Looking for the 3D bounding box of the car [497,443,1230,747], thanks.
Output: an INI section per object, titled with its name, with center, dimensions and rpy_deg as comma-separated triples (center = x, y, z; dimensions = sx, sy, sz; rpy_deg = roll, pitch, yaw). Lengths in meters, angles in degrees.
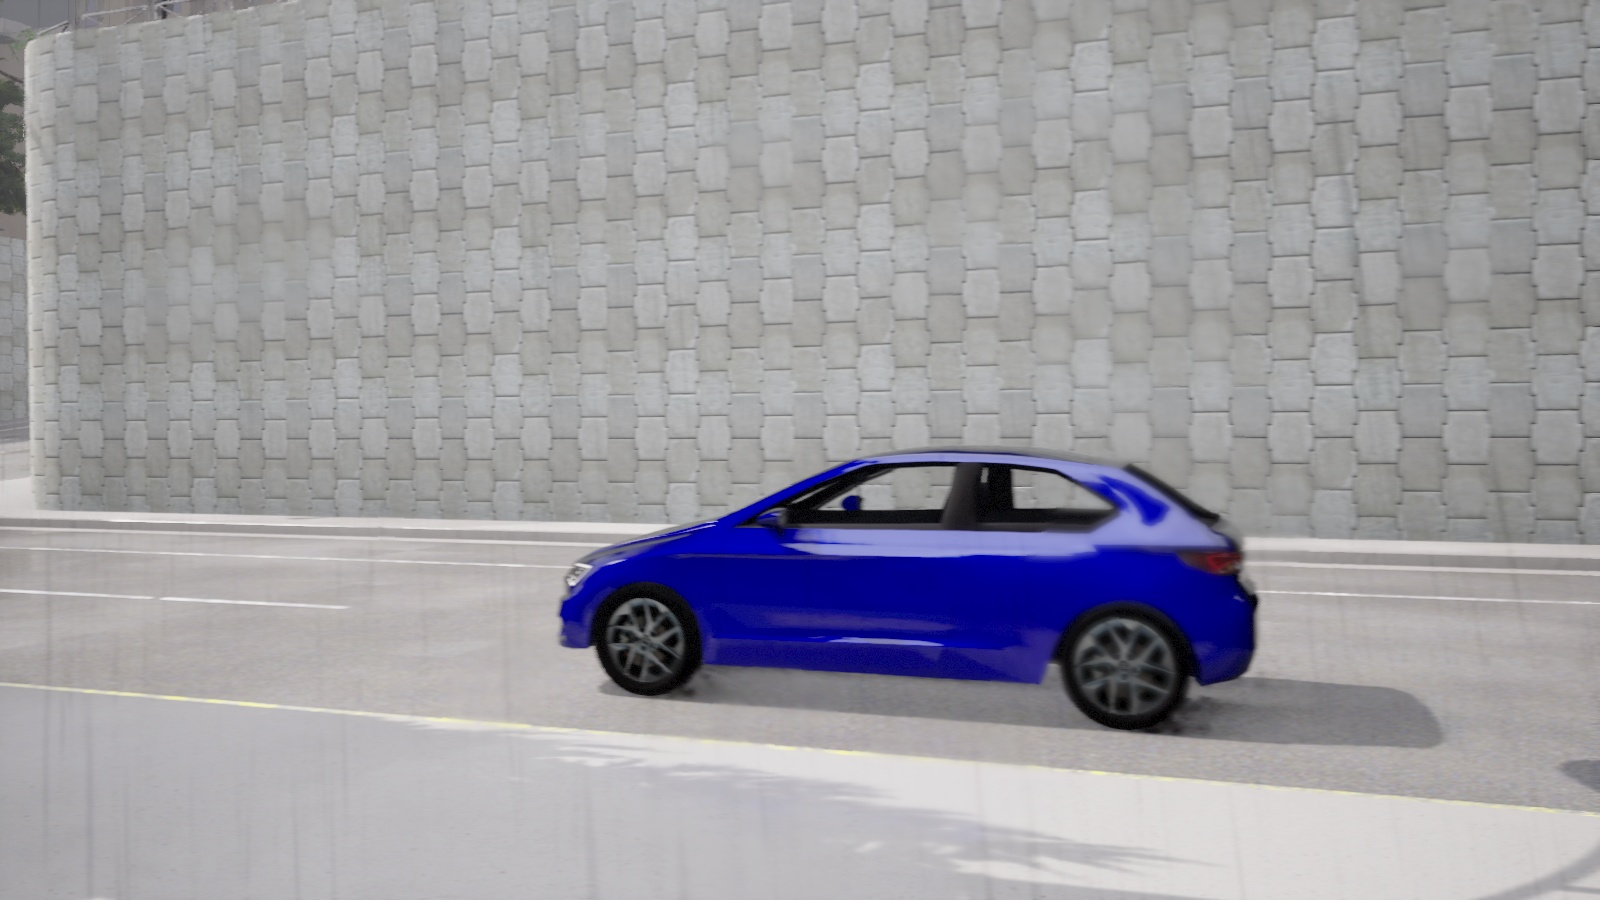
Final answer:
[car]
center = 0.442, 0.717, 7.792
dimensions = 4.193, 1.474, 1.816
rpy_deg = 1, 1, 19
